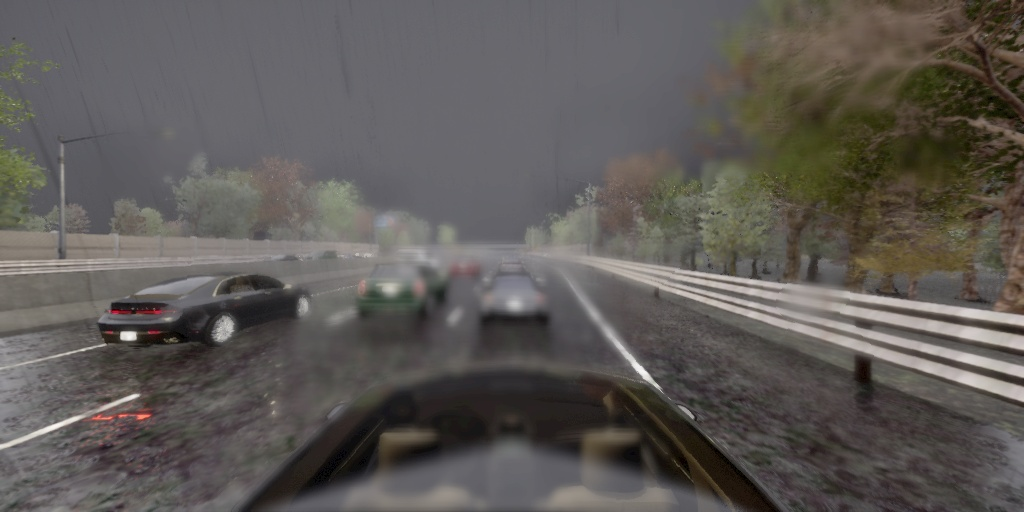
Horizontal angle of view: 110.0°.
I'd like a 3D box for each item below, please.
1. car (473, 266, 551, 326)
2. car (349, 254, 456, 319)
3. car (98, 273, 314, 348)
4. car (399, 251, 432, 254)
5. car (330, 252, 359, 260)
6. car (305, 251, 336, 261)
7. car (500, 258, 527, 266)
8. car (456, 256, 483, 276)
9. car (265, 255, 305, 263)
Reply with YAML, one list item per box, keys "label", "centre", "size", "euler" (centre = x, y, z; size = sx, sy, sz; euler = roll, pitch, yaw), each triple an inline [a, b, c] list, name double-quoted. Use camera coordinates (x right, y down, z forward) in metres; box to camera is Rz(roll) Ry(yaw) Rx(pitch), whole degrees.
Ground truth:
- label: "car"
  centre: [0.083, 1.180, 11.111]
  size: [1.994, 1.385, 4.181]
  euler: [0, 1, 0]
- label: "car"
  centre: [-3.414, 0.952, 12.227]
  size: [2.097, 1.767, 4.553]
  euler: [0, 1, 0]
- label: "car"
  centre: [-6.927, 1.153, 8.917]
  size: [1.837, 1.490, 4.892]
  euler: [0, 1, 0]
- label: "car"
  centre: [-6.911, 0.619, 26.599]
  size: [2.150, 2.045, 5.566]
  euler: [0, 1, 0]
- label: "car"
  centre: [-21.066, 0.623, 46.679]
  size: [2.128, 1.511, 4.902]
  euler: [0, 1, 0]
- label: "car"
  centre: [-24.562, 0.355, 46.512]
  size: [2.150, 2.045, 5.566]
  euler: [0, 1, 0]
- label: "car"
  centre: [0.090, 0.878, 27.584]
  size: [2.128, 1.511, 4.902]
  euler: [0, 1, 0]
- label: "car"
  centre: [-3.411, 0.741, 27.331]
  size: [2.097, 1.767, 4.553]
  euler: [0, 1, 0]
- label: "car"
  centre: [-28.039, 0.642, 43.964]
  size: [1.882, 1.535, 5.008]
  euler: [0, 1, 0]
